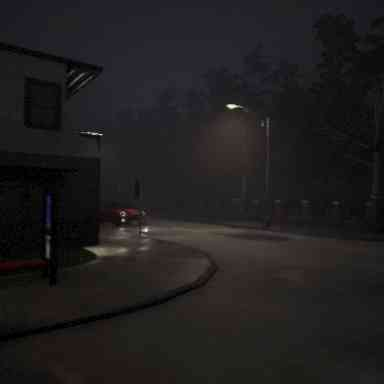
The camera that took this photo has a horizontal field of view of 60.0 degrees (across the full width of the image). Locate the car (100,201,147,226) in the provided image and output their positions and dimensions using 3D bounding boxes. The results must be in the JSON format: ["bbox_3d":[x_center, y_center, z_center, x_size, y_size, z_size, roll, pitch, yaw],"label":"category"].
[{"bbox_3d":[-5.154,1.494,24.593,2.097,1.767,4.553,1,-1,-35],"label":"car"}]
